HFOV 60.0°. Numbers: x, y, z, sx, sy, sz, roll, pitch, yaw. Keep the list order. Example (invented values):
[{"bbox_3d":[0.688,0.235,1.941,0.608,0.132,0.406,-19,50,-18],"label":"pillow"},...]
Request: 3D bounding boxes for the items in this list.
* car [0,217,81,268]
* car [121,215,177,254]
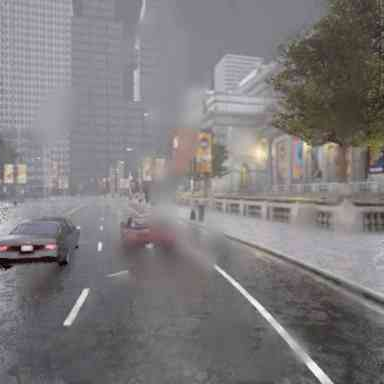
[{"bbox_3d":[-4.993,1.559,11.401,2.033,1.411,5.357,0,0,-13],"label":"car"},{"bbox_3d":[-1.932,1.596,13.621,1.895,1.301,4.718,0,0,-13],"label":"car"}]
